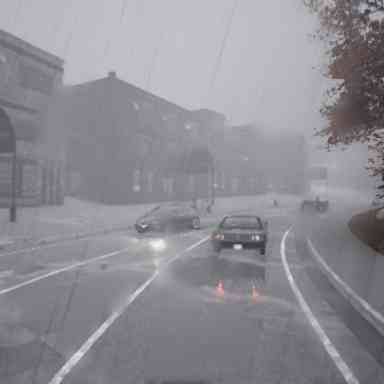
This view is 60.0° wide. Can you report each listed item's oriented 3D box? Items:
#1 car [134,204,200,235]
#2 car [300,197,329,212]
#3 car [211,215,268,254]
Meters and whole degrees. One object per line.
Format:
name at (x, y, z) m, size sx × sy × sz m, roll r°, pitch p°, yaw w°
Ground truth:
car at (-1.256, 1.446, 18.528) m, size 1.837 × 1.490 × 4.892 m, roll 0°, pitch 0°, yaw 28°
car at (12.620, 1.238, 34.058) m, size 1.837 × 1.490 × 4.892 m, roll -1°, pitch 0°, yaw 37°
car at (2.103, 1.567, 13.459) m, size 1.895 × 1.301 × 4.718 m, roll 0°, pitch 0°, yaw 14°
